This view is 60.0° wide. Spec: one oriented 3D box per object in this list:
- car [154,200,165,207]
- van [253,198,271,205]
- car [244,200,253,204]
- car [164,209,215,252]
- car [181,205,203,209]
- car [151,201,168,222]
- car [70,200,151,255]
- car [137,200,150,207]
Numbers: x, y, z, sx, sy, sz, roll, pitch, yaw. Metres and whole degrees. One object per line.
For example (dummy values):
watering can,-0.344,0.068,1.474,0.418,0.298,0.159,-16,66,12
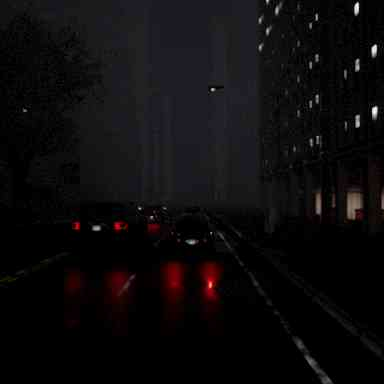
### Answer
car,-6.516,2.378,67.044,1.895,1.301,4.718,0,-1,0
van,18.341,2.412,84.983,3.998,1.788,1.690,0,-1,2
car,17.069,2.706,93.152,4.829,1.417,1.752,0,-1,2
car,0.003,1.661,14.377,1.812,1.442,4.674,0,0,0
car,-0.001,1.854,29.314,1.994,1.385,4.181,0,-1,0
car,-3.251,1.797,29.300,1.837,1.490,4.892,0,0,0
car,-3.252,1.349,14.017,2.150,2.045,5.566,0,0,0
car,-9.765,2.336,67.469,1.994,1.385,4.181,0,-1,0
